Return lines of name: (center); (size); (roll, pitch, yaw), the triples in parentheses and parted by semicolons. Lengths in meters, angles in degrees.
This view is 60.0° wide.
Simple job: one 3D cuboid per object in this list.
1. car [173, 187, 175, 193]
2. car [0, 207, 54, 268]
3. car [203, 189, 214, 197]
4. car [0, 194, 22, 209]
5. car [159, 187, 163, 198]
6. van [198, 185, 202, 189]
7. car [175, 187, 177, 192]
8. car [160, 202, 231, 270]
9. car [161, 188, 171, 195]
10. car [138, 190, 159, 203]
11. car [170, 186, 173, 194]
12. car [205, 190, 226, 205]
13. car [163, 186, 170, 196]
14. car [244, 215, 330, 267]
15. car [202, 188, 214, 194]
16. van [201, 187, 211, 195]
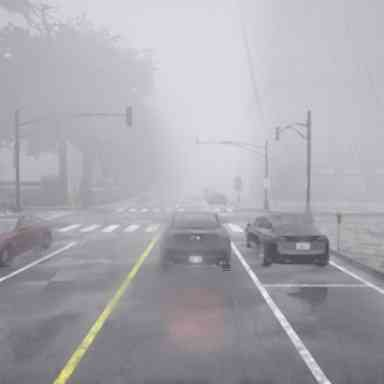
car: (-5.753, -0.265, 79.979); (1.752, 1.417, 4.829); (0, 1, 0)
car: (-5.764, 1.353, 10.366); (1.802, 1.307, 4.206); (0, 1, 0)
car: (2.766, 0.633, 42.196); (1.947, 1.339, 4.313); (0, 1, 0)
car: (-15.188, 0.775, 25.031); (4.181, 1.385, 1.994); (1, 1, -1)
car: (-5.759, 0.386, 47.633); (1.967, 1.590, 4.097); (0, 1, 0)
van: (2.771, -0.328, 74.705); (1.690, 1.788, 3.998); (0, 1, 0)
car: (-5.753, -0.605, 85.563); (2.192, 1.841, 5.009); (0, 1, 0)
car: (0.096, 1.279, 10.172); (1.837, 1.490, 4.892); (0, 1, 0)
car: (-5.754, -0.140, 74.560); (1.752, 1.417, 4.829); (0, 1, 0)
car: (-5.759, 0.618, 42.217); (2.008, 1.369, 4.403); (0, 1, 0)
car: (-5.756, -0.230, 69.306); (2.192, 1.841, 5.009); (0, 1, 0)
car: (2.765, 0.754, 36.777); (1.947, 1.339, 4.313); (0, 1, 0)
car: (-5.756, 0.019, 63.890); (1.967, 1.590, 4.097); (0, 1, 0)
car: (2.761, 1.337, 10.347); (1.947, 1.339, 4.313); (0, 1, 0)
car: (2.767, 0.468, 47.784); (1.752, 1.417, 4.829); (0, 1, 0)
van: (2.767, 0.166, 53.029); (1.690, 1.788, 3.998); (0, 1, 0)
